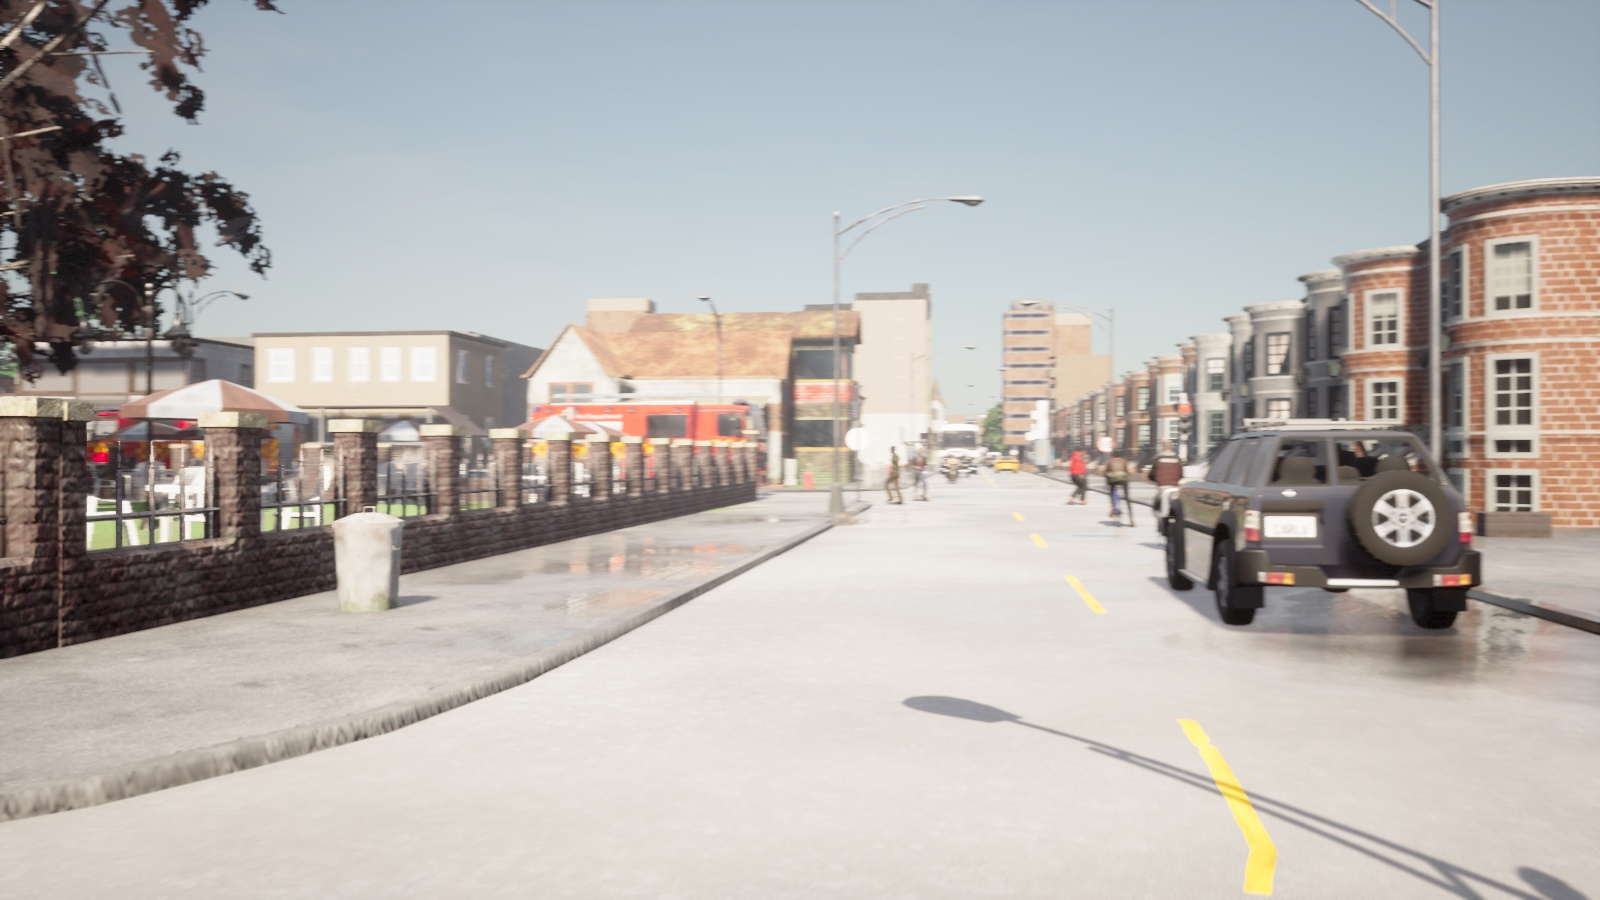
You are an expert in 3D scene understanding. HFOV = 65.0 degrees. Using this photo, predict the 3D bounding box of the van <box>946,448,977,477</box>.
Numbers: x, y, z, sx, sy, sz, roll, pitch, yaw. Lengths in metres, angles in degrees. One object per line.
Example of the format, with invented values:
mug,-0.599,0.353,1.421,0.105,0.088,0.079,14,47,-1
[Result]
van,11.411,0.869,88.533,2.069,2.038,4.480,0,0,8

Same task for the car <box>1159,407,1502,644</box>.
car,4.837,0.603,12.230,1.932,1.855,4.605,0,0,8

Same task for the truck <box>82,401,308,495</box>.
truck,-25.551,-0.045,53.197,8.468,3.827,2.891,0,0,8

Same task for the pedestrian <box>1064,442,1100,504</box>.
pedestrian,8.550,0.694,38.153,0.899,1.844,0.634,0,0,-7

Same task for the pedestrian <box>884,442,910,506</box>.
pedestrian,2.976,0.727,38.443,0.692,1.930,0.395,0,0,37

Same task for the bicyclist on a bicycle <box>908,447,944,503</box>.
bicyclist on a bicycle,4.129,0.807,41.233,0.659,1.776,1.843,0,0,-11

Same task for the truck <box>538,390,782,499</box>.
truck,-5.079,-0.164,46.302,8.468,3.827,2.891,0,0,8

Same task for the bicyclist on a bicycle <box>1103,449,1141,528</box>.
bicyclist on a bicycle,6.812,0.804,26.606,0.582,1.620,1.656,0,-1,8

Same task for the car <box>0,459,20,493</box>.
car,-36.438,1.138,54.703,3.806,1.475,1.970,0,0,8
